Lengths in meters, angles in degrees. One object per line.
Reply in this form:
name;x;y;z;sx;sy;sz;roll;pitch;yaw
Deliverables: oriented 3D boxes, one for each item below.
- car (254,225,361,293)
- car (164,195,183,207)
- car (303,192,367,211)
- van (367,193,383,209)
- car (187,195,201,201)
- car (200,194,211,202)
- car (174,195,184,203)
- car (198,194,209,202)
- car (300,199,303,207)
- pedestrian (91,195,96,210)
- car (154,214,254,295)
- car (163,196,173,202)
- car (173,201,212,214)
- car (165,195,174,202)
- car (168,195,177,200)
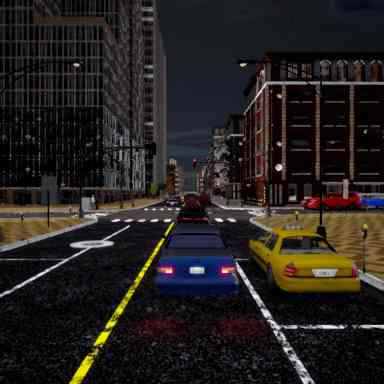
car;2.563;1.525;8.732;1.752;1.417;4.829;0;0;0
car;-2.851;1.494;51.221;2.128;1.511;4.902;0;0;0
car;15.615;1.003;36.468;5.566;2.045;2.150;-1;0;-1
van;20.964;1.050;38.986;3.998;1.788;1.690;-1;1;-1
car;0.101;1.566;55.096;1.994;1.385;4.181;0;0;0
car;2.555;1.318;63.379;2.192;1.841;5.009;0;0;0
car;-2.760;1.482;71.334;1.882;1.535;5.008;0;0;0
car;2.553;1.320;74.565;2.192;1.841;5.009;0;0;0
car;15.308;1.095;38.925;5.009;1.841;2.192;-1;1;-1
pedestrian;-12.354;1.270;41.567;0.375;1.860;0.375;0;1;-1
car;0.096;1.547;8.881;2.033;1.411;5.357;0;0;0
car;-5.327;1.556;74.564;2.008;1.369;4.403;0;0;0
car;0.081;1.505;18.622;1.837;1.490;4.892;0;0;0
car;-5.328;1.550;80.157;1.887;1.381;4.507;0;0;0
car;-5.329;1.558;91.343;2.008;1.369;4.403;0;0;0
